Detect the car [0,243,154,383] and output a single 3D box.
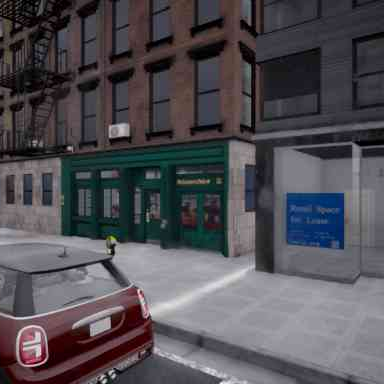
[{"bbox_3d":[-2.539,1.440,4.632,4.097,1.590,1.967,0,0,36],"label":"car"}]
